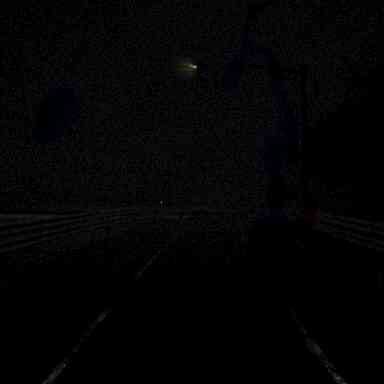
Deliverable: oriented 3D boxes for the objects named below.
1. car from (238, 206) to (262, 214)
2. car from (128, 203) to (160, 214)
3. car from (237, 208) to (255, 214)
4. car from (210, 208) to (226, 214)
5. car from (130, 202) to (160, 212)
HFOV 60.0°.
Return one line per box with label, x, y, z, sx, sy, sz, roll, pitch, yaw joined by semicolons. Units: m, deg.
car;12.929;4.172;75.007;4.553;1.767;2.097;4;-5;-44
car;-9.012;3.160;62.797;5.566;2.045;2.150;2;-4;-31
car;12.965;4.631;79.978;1.837;1.490;4.892;-3;-5;43
car;5.973;4.503;78.080;4.902;1.511;2.128;4;-5;-44
car;-7.821;2.927;59.502;5.566;2.045;2.150;2;-4;-31
